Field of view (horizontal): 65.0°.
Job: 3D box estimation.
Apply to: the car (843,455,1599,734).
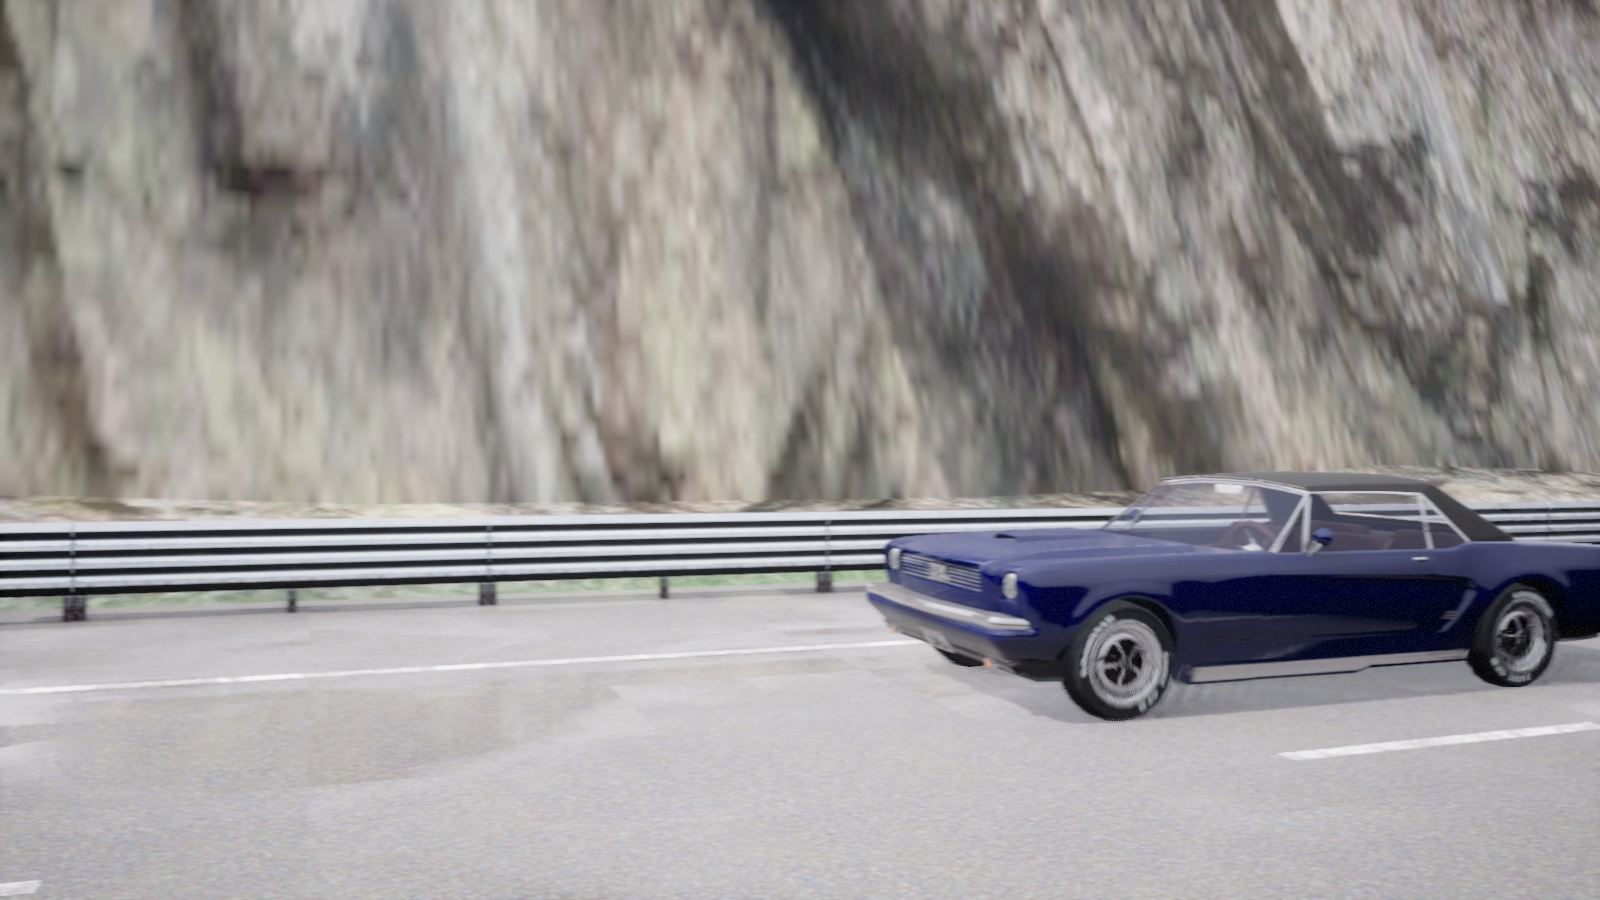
[{"bbox_3d":[2.827,0.737,8.057,4.718,1.301,1.895,-1,1,-21],"label":"car"}]
